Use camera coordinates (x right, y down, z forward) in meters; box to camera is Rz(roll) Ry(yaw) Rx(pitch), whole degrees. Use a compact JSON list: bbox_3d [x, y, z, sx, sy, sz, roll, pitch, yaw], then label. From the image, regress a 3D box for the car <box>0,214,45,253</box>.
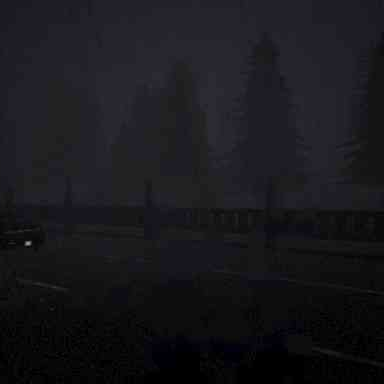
[{"bbox_3d":[-7.770,1.596,12.888,4.902,1.511,2.128,-1,0,32],"label":"car"}]
